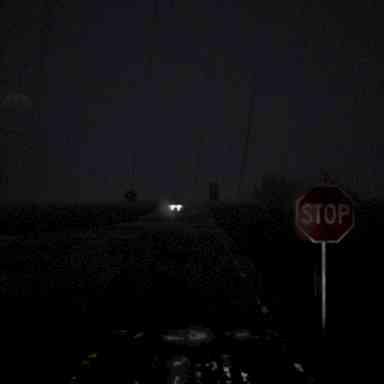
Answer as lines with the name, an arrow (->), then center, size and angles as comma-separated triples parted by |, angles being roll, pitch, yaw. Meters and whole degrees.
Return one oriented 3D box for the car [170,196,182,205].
car -> -2.705, 1.423, 55.835 | 2.128, 1.511, 4.902 | 0, 0, 0
